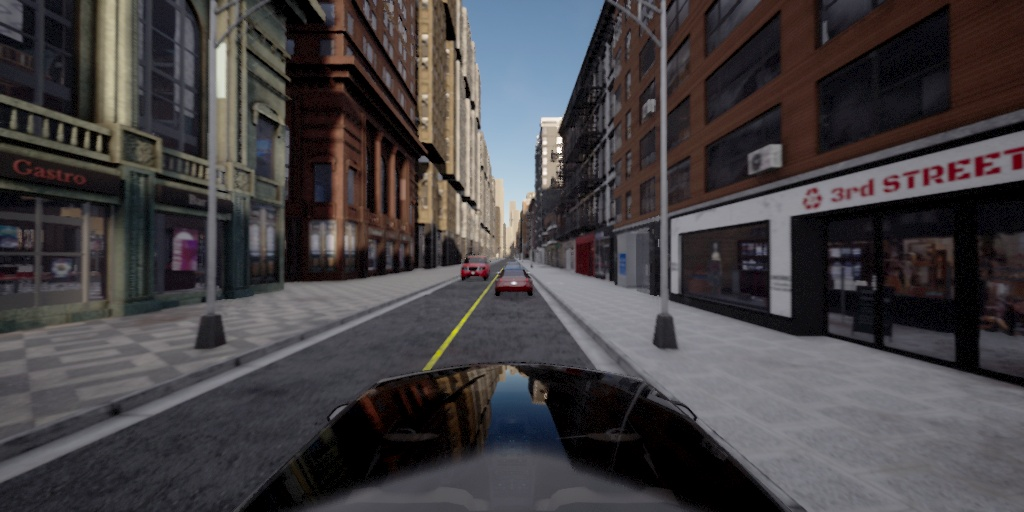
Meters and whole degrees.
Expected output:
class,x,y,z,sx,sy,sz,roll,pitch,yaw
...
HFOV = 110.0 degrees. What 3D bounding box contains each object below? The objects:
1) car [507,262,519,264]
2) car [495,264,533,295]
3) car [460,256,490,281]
class,x,y,z,sx,sy,sz,roll,pitch,yaw
car,0.101,1.325,38.374,2.033,1.411,5.357,0,0,0
car,0.100,1.324,19.954,1.994,1.385,4.181,0,0,0
car,-3.084,0.991,31.173,2.150,2.045,5.566,0,0,0
